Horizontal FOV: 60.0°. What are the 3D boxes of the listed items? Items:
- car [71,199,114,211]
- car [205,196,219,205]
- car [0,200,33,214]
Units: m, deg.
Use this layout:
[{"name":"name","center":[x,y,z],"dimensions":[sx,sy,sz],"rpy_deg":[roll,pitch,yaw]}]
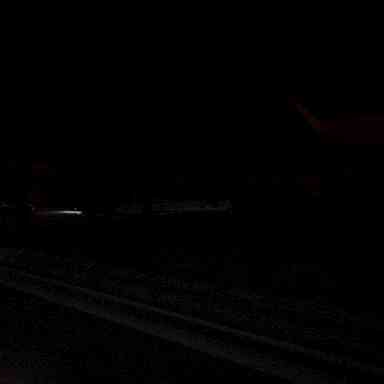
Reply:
[{"name":"car","center":[-11.990,1.547,40.650],"dimensions":[2.033,1.411,5.357],"rpy_deg":[0,0,34]},{"name":"car","center":[3.486,1.505,58.535],"dimensions":[1.837,1.490,4.892],"rpy_deg":[0,0,14]},{"name":"car","center":[-17.750,1.526,32.082],"dimensions":[1.812,1.442,4.674],"rpy_deg":[0,0,34]}]
